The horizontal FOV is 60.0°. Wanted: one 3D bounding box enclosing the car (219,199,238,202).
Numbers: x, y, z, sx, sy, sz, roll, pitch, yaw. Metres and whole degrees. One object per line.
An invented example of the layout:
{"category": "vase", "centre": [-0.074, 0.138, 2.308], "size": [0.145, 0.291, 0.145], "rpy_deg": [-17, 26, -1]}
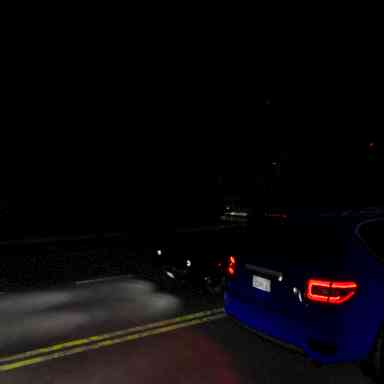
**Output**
{"category": "car", "centre": [2.656, 1.491, 38.116], "size": [2.128, 1.511, 4.902], "rpy_deg": [0, 0, -31]}

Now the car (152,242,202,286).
{"category": "car", "centre": [1.384, 1.601, 8.858], "size": [4.718, 1.301, 1.895], "rpy_deg": [0, 0, -31]}

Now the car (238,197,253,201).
{"category": "car", "centre": [7.982, 1.477, 50.023], "size": [1.882, 1.535, 5.008], "rpy_deg": [0, 0, -31]}

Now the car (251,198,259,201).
{"category": "car", "centre": [7.942, 1.547, 29.232], "size": [2.033, 1.411, 5.357], "rpy_deg": [0, 0, -31]}

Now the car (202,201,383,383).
{"category": "car", "centre": [3.109, 1.221, 5.558], "size": [5.566, 2.045, 2.150], "rpy_deg": [0, 0, -33]}
